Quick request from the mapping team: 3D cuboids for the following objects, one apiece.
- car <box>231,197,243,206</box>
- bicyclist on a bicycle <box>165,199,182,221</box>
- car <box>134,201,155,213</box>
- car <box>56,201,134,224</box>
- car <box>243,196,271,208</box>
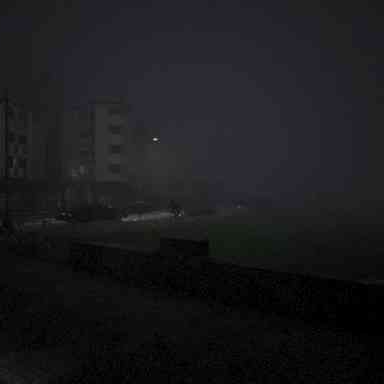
[{"bbox_3d":[8.258,1.542,53.062,2.033,1.411,5.357,0,0,36],"label":"car"},{"bbox_3d":[-1.443,1.346,25.203,1.656,1.620,0.582,0,0,36],"label":"bicyclist on a bicycle"},{"bbox_3d":[-5.912,1.596,33.393,1.895,1.301,4.718,0,0,36],"label":"car"},{"bbox_3d":[-7.181,1.544,24.570,2.033,1.411,5.357,0,0,38],"label":"car"},{"bbox_3d":[9.663,1.347,48.047,2.097,1.767,4.553,0,0,36],"label":"car"}]
